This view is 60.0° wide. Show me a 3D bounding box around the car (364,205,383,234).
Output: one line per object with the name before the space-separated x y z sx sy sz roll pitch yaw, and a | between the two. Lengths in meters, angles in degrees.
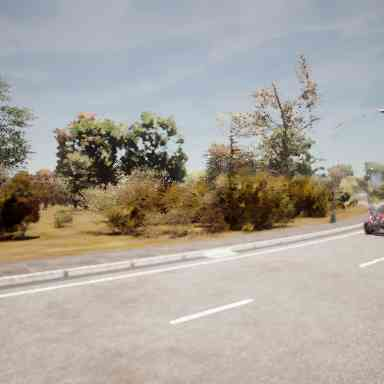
car | 11.693 1.509 19.365 2.097 1.767 4.553 0 0 43
